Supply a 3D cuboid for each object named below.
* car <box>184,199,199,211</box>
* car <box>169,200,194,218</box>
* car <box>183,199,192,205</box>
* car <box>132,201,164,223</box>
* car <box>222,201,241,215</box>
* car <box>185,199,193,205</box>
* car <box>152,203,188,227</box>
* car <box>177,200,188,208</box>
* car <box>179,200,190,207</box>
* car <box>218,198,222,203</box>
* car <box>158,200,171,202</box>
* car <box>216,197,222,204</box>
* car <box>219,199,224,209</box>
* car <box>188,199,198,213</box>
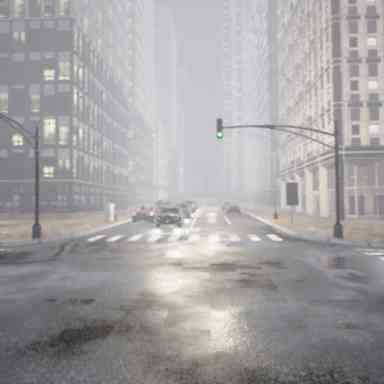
[{"bbox_3d":[-0.070,2.023,53.874,2.097,1.767,4.553,-1,-1,3],"label":"car"},{"bbox_3d":[-1.109,1.954,35.194,1.837,1.490,4.892,-1,-1,3],"label":"car"},{"bbox_3d":[-1.029,2.619,85.044,2.008,1.369,4.403,1,-1,3],"label":"car"},{"bbox_3d":[-3.998,1.845,29.376,1.967,1.590,4.097,1,-1,3],"label":"car"},{"bbox_3d":[4.965,2.033,40.125,1.802,1.307,4.206,0,-1,3],"label":"car"},{"bbox_3d":[-0.732,2.701,90.610,1.947,1.339,4.313,1,-1,3],"label":"car"},{"bbox_3d":[-1.611,1.842,25.792,1.837,1.490,4.892,-1,-1,3],"label":"car"},{"bbox_3d":[-1.920,2.413,68.343,1.887,1.381,4.507,1,-1,3],"label":"car"},{"bbox_3d":[-1.623,2.486,73.910,2.008,1.369,4.403,1,-1,3],"label":"car"},{"bbox_3d":[5.858,2.216,56.833,1.947,1.339,4.313,0,-1,3],"label":"car"},{"bbox_3d":[-3.403,1.852,40.512,2.192,1.841,5.009,1,-1,3],"label":"car"},{"bbox_3d":[7.641,2.594,90.246,1.887,1.381,4.507,0,-1,3],"label":"car"},{"bbox_3d":[5.570,2.111,51.434,1.752,1.417,4.829,0,-1,3],"label":"car"},{"bbox_3d":[-0.623,1.908,44.237,2.097,1.767,4.553,-1,-1,3],"label":"car"}]
